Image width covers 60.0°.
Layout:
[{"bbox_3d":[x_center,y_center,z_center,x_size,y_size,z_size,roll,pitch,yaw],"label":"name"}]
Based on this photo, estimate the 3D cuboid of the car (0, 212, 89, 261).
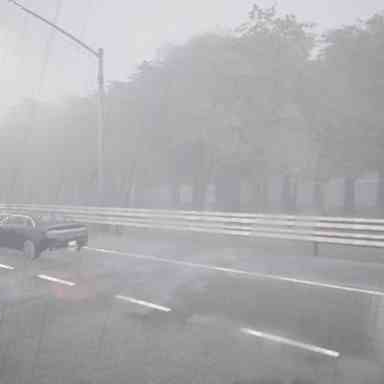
[{"bbox_3d":[-5.924,1.494,12.399,4.902,1.511,2.128,0,0,36],"label":"car"}]
